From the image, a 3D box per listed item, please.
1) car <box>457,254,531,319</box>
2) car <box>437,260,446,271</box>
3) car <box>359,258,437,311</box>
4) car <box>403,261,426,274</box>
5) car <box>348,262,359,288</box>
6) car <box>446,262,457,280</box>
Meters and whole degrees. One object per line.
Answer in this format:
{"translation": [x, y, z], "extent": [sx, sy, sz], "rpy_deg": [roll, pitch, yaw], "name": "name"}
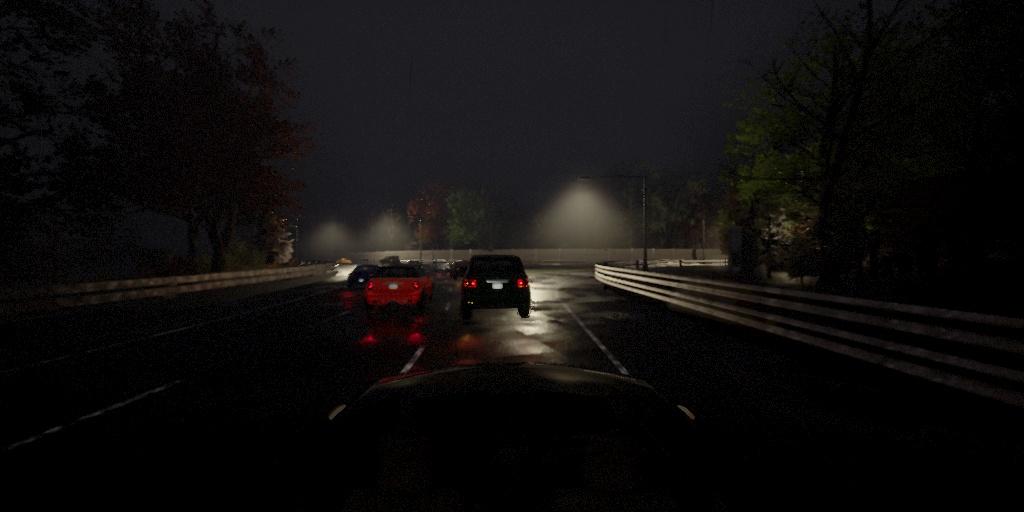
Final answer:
{"translation": [-0.689, 0.964, 13.060], "extent": [2.150, 2.045, 5.566], "rpy_deg": [0, 0, -6], "name": "car"}
{"translation": [-9.069, 1.267, 45.102], "extent": [1.812, 1.442, 4.674], "rpy_deg": [0, 0, -22], "name": "car"}
{"translation": [-4.471, 1.105, 14.836], "extent": [2.097, 1.767, 4.553], "rpy_deg": [0, 0, -7], "name": "car"}
{"translation": [-11.530, 1.299, 42.023], "extent": [2.033, 1.411, 5.357], "rpy_deg": [0, 0, -21], "name": "car"}
{"translation": [-9.581, 1.286, 23.828], "extent": [1.812, 1.442, 4.674], "rpy_deg": [0, 0, -13], "name": "car"}
{"translation": [-4.326, 1.216, 31.155], "extent": [1.882, 1.535, 5.008], "rpy_deg": [0, 0, -16], "name": "car"}
